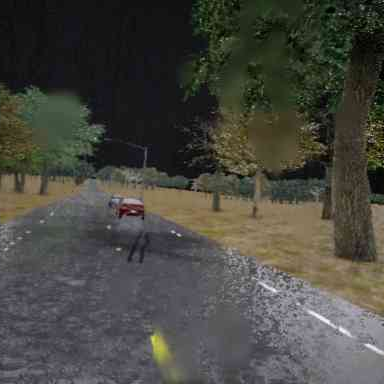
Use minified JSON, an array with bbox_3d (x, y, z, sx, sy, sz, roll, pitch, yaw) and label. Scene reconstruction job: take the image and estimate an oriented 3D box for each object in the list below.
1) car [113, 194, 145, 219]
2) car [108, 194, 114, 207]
[{"bbox_3d":[-4.834,1.171,25.854,1.882,1.535,5.008,5,0,-16],"label":"car"},{"bbox_3d":[-8.709,0.997,38.533,2.128,1.511,4.902,5,-1,-16],"label":"car"}]
